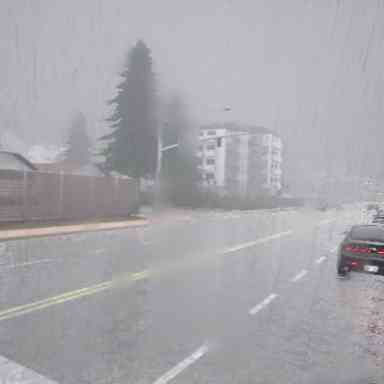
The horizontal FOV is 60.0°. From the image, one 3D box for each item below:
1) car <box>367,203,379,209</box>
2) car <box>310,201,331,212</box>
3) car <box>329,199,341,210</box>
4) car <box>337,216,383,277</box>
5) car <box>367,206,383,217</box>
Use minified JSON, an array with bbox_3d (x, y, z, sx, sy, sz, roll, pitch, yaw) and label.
[{"bbox_3d":[35.528,2.966,65.227,1.837,1.490,4.892,2,0,32],"label":"car"},{"bbox_3d":[21.009,2.505,55.156,2.033,1.411,5.357,2,0,32],"label":"car"},{"bbox_3d":[29.123,2.501,68.163,2.150,2.045,5.566,2,0,32],"label":"car"},{"bbox_3d":[5.846,1.750,10.500,1.837,1.490,4.892,2,0,32],"label":"car"},{"bbox_3d":[13.907,2.068,23.522,2.128,1.511,4.902,2,0,32],"label":"car"}]
